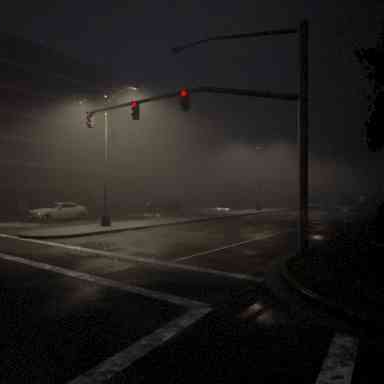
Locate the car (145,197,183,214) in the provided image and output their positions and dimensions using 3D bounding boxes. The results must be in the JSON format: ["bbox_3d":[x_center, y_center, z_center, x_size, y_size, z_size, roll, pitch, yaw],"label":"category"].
[{"bbox_3d":[-2.954,1.353,36.221,2.097,1.767,4.553,0,0,36],"label":"car"}]

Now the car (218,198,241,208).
[{"bbox_3d":[5.450,1.564,47.805,1.994,1.385,4.181,0,0,35],"label":"car"}]

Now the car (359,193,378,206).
[{"bbox_3d":[28.732,1.221,54.038,2.150,2.045,5.566,0,0,36],"label":"car"}]

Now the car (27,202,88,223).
[{"bbox_3d":[-10.373,1.525,25.999,1.812,1.442,4.674,0,0,36],"label":"car"}]

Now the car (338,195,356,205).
[{"bbox_3d":[26.667,1.352,57.152,2.097,1.767,4.553,0,0,36],"label":"car"}]
